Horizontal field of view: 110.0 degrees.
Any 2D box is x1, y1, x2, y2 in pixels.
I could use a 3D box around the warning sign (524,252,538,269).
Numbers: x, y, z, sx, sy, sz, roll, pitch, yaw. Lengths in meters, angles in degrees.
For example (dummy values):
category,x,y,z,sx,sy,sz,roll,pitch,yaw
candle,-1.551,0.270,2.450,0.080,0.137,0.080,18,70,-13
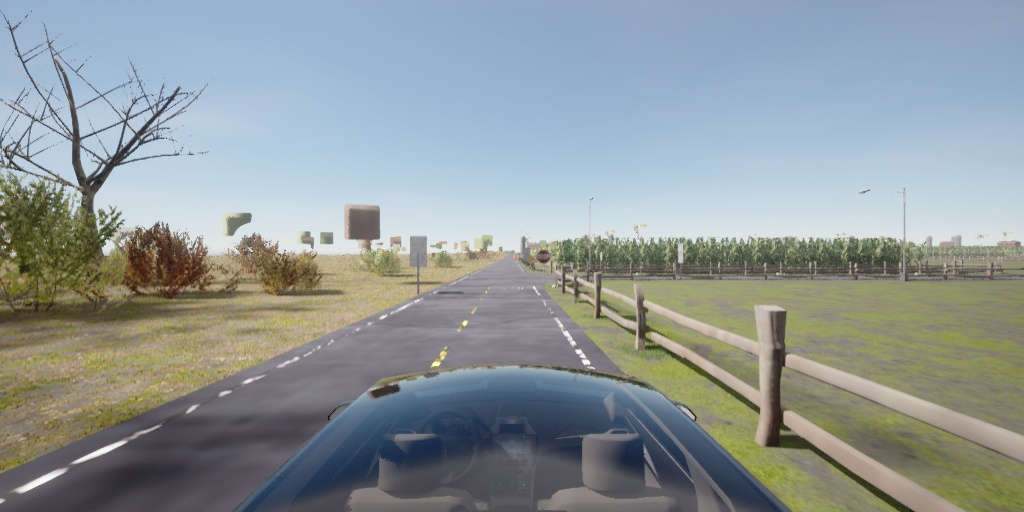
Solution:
category,x,y,z,sx,sy,sz,roll,pitch,yaw
warning sign,2.449,0.787,46.883,1.300,1.860,1.060,0,0,0
